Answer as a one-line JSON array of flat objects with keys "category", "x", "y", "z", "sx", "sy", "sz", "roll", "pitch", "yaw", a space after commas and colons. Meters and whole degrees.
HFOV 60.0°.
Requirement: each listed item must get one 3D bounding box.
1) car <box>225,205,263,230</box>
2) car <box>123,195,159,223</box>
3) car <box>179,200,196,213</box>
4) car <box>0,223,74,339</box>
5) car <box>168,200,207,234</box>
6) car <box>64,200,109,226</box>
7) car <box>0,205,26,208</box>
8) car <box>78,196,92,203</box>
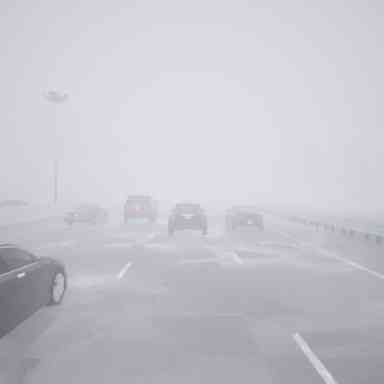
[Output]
[{"category": "car", "x": 3.226, "y": 1.532, "z": 20.983, "sx": 1.812, "sy": 1.442, "sz": 4.674, "roll": 0, "pitch": 0, "yaw": -1}, {"category": "car", "x": -3.850, "y": 1.222, "z": 25.699, "sx": 2.150, "sy": 2.045, "sz": 5.566, "roll": 0, "pitch": 0, "yaw": -1}, {"category": "car", "x": -0.557, "y": 1.607, "z": 38.623, "sx": 1.895, "sy": 1.301, "sz": 4.718, "roll": 0, "pitch": 0, "yaw": -1}, {"category": "car", "x": -3.522, "y": 1.502, "z": 5.110, "sx": 1.837, "sy": 1.490, "sz": 4.892, "roll": 0, "pitch": 0, "yaw": -1}, {"category": "car", "x": -0.252, "y": 1.355, "z": 19.553, "sx": 2.097, "sy": 1.767, "sz": 4.553, "roll": 0, "pitch": 0, "yaw": -1}, {"category": "car", "x": -7.314, "y": 1.544, "z": 23.504, "sx": 2.033, "sy": 1.411, "sz": 5.357, "roll": 0, "pitch": 0, "yaw": -1}, {"category": "car", "x": -18.162, "y": 1.494, "z": 33.003, "sx": 1.837, "sy": 1.490, "sz": 4.892, "roll": 0, "pitch": 0, "yaw": -1}, {"category": "car", "x": -22.708, "y": 1.511, "z": 70.954, "sx": 1.812, "sy": 1.442, "sz": 4.674, "roll": 0, "pitch": 0, "yaw": -4}]
